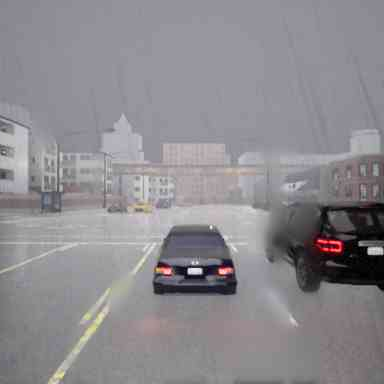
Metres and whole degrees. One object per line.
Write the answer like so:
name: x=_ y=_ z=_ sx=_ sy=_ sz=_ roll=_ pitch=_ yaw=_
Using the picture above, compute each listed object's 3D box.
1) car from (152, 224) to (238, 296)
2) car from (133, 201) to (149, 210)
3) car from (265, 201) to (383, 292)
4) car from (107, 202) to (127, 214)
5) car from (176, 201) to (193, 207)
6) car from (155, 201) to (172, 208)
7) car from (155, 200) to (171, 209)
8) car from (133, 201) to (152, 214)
car: x=0.059 y=1.579 z=8.881 sx=2.033 sy=1.411 sz=5.357 roll=0 pitch=0 yaw=0
car: x=-9.227 y=2.425 z=60.148 sx=1.812 sy=1.442 sz=4.674 roll=0 pitch=-1 yaw=5
car: x=3.560 y=1.253 z=9.118 sx=2.150 sy=2.045 sz=5.566 roll=0 pitch=0 yaw=0
car: x=-10.097 y=2.139 z=45.223 sx=1.812 sy=1.442 sz=4.674 roll=0 pitch=-1 yaw=3
car: x=-1.779 y=2.808 z=76.544 sx=1.895 sy=1.301 sz=4.718 roll=-1 pitch=-1 yaw=29
car: x=-6.298 y=2.686 z=75.130 sx=1.837 sy=1.490 sz=4.892 roll=0 pitch=-1 yaw=22
car: x=-5.534 y=2.291 z=62.242 sx=2.097 sy=1.767 sz=4.553 roll=0 pitch=-1 yaw=5
car: x=-6.616 y=2.081 z=44.711 sx=1.882 sy=1.535 sz=5.008 roll=0 pitch=-1 yaw=3
